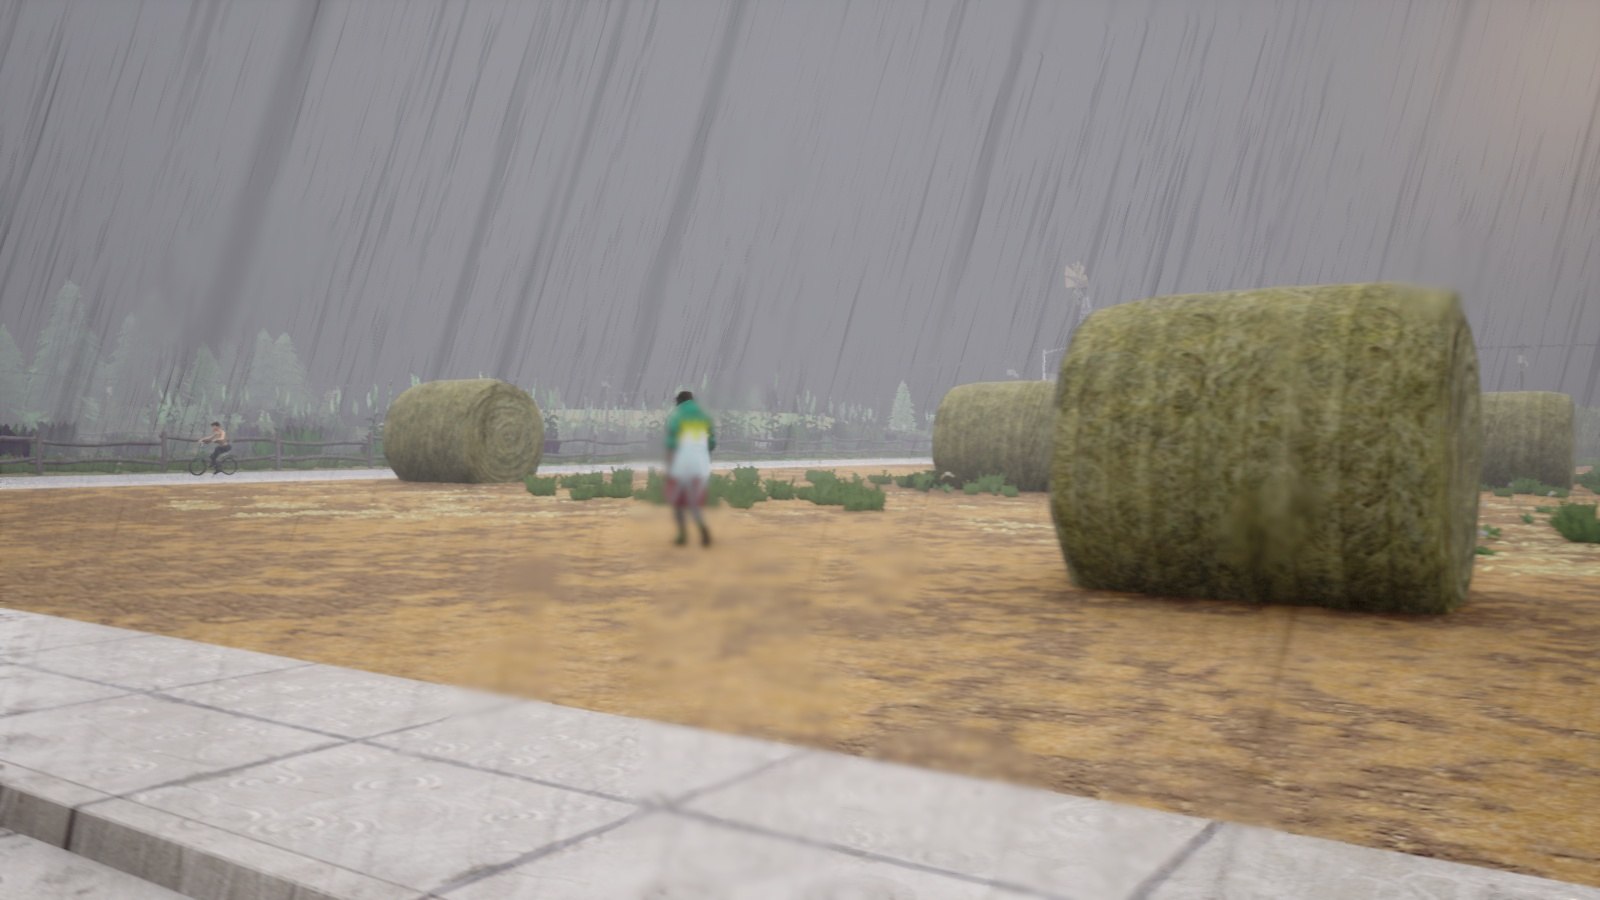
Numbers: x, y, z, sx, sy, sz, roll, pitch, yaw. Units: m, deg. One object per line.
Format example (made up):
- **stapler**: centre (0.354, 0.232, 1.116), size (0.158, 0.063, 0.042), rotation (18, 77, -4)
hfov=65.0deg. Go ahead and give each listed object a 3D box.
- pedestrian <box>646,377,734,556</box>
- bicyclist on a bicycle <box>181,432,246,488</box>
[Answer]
- **pedestrian**: centre (-1.250, 0.174, 14.240), size (0.659, 1.952, 0.873), rotation (-1, 1, -31)
- **bicyclist on a bicycle**: centre (-17.502, 0.280, 37.519), size (0.866, 1.612, 1.509), rotation (0, 1, 37)
